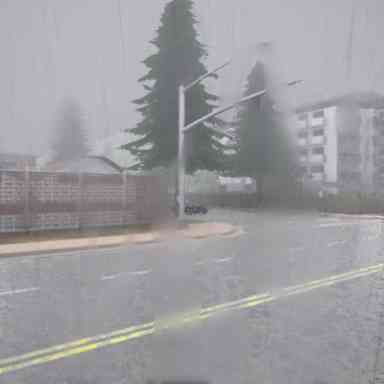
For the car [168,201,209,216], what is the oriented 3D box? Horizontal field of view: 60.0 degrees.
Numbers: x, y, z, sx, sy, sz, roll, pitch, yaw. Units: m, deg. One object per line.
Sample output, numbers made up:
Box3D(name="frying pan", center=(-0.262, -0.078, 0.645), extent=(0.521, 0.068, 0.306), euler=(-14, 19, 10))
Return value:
Box3D(name="car", center=(-0.402, 1.580, 32.668), extent=(1.895, 1.301, 4.718), euler=(0, 0, -36))
